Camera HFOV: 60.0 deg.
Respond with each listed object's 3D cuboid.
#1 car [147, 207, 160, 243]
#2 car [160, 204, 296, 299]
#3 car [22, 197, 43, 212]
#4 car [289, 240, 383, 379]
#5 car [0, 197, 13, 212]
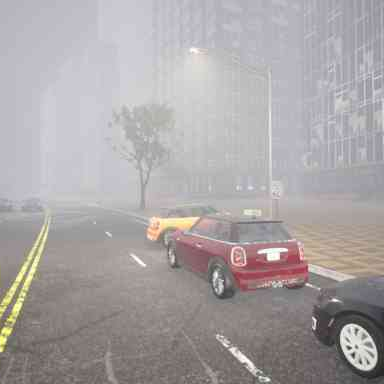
[{"bbox_3d":[0.380,1.276,14.434,4.553,1.767,2.097,-3,1,-18],"label":"car"},{"bbox_3d":[0.884,1.355,8.839,2.097,1.767,4.553,0,0,-22],"label":"car"},{"bbox_3d":[-18.826,1.392,39.383,2.097,1.767,4.553,0,0,-24],"label":"car"},{"bbox_3d":[3.619,1.505,3.368,1.837,1.490,4.892,0,0,-35],"label":"car"},{"bbox_3d":[-21.795,1.389,38.061,2.097,1.767,4.553,0,0,-24],"label":"car"}]
